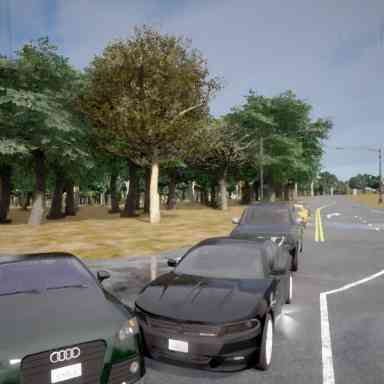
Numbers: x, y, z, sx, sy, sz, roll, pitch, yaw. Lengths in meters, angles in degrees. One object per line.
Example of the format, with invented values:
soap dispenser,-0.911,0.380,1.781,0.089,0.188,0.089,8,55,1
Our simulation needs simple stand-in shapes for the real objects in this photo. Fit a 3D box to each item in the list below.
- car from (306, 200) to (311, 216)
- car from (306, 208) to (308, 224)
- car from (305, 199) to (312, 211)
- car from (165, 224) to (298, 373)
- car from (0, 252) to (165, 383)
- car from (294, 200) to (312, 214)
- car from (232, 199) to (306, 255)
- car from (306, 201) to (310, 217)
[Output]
car,9.342,1.723,29.515,1.812,1.442,4.674,-1,0,21
car,5.117,1.773,18.263,1.895,1.301,4.718,-1,0,21
car,11.378,1.561,34.887,2.097,1.767,4.553,-1,0,21
car,0.751,1.612,6.226,1.882,1.535,5.008,-1,-2,21
car,-2.297,1.642,4.933,1.994,1.385,4.181,1,-2,-33
car,13.382,1.745,40.094,1.812,1.442,4.674,-1,0,21
car,2.881,1.459,12.363,2.150,2.045,5.566,-2,0,21
car,7.275,1.662,24.014,1.882,1.535,5.008,-1,0,21
